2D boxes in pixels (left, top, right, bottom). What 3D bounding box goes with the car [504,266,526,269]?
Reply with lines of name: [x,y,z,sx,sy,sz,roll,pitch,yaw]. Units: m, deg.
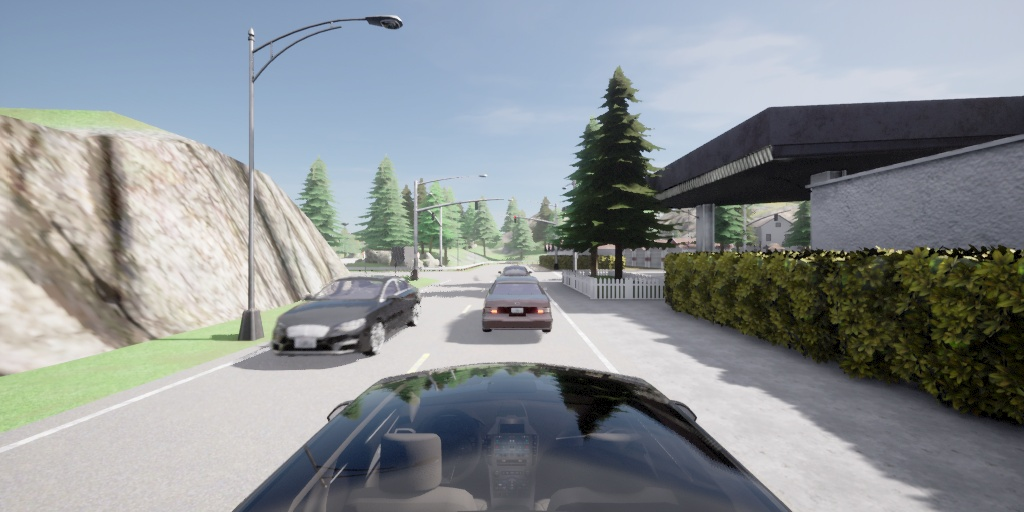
car: [0.181,1.276,20.358,1.812,1.442,4.674,0,0,0]

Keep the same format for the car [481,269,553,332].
car: [0.136,1.297,10.772,2.033,1.411,5.357,0,0,0]

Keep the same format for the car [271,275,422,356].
car: [-3.567,1.241,8.659,2.128,1.511,4.902,0,0,0]
